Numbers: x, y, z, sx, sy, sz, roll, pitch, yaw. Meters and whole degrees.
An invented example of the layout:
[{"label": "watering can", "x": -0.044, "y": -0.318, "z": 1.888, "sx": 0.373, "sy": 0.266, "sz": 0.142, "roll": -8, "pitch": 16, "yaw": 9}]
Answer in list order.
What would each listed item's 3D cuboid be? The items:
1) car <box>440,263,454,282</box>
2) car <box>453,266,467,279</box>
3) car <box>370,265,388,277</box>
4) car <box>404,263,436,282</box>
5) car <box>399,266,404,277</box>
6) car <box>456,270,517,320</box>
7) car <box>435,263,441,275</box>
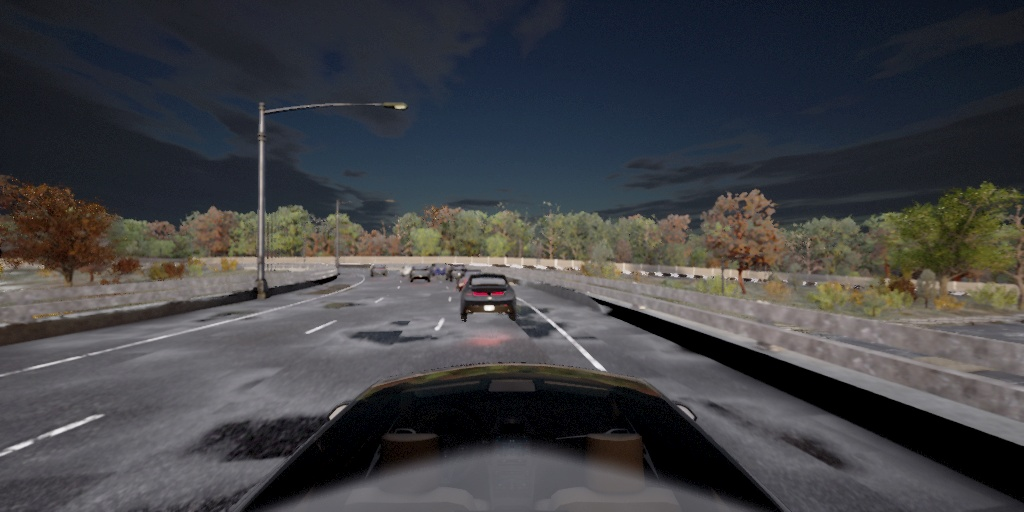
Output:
[{"label": "car", "x": -5.348, "y": 1.672, "z": 34.754, "sx": 2.128, "sy": 1.511, "sz": 4.902, "roll": 0, "pitch": -1, "yaw": -18}, {"label": "car", "x": -2.662, "y": 1.602, "z": 24.013, "sx": 1.994, "sy": 1.385, "sz": 4.181, "roll": 0, "pitch": -1, "yaw": -12}, {"label": "car", "x": -16.684, "y": 1.829, "z": 44.871, "sx": 2.128, "sy": 1.511, "sz": 4.902, "roll": 0, "pitch": -1, "yaw": -24}, {"label": "car", "x": -8.968, "y": 1.676, "z": 34.666, "sx": 2.128, "sy": 1.511, "sz": 4.902, "roll": 0, "pitch": -1, "yaw": -18}, {"label": "car", "x": -12.864, "y": 1.853, "z": 44.856, "sx": 1.812, "sy": 1.442, "sz": 4.674, "roll": 0, "pitch": -1, "yaw": -23}, {"label": "car", "x": -0.916, "y": 1.401, "z": 13.342, "sx": 1.837, "sy": 1.490, "sz": 4.892, "roll": 0, "pitch": -2, "yaw": -5}, {"label": "car", "x": -9.422, "y": 1.680, "z": 45.670, "sx": 2.097, "sy": 1.767, "sz": 4.553, "roll": 0, "pitch": -1, "yaw": -23}]
